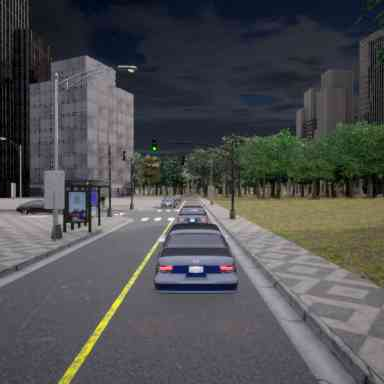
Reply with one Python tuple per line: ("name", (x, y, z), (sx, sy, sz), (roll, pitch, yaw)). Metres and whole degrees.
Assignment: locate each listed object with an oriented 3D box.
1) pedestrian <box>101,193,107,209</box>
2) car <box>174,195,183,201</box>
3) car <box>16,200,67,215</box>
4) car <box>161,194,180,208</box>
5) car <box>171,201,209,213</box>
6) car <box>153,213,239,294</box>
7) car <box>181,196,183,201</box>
("pedestrian", (-10.141, 1.050, 38.105), (0.375, 1.860, 0.375), (0, 0, 1))
("car", (-3.176, 1.360, 77.557), (1.837, 1.490, 4.892), (0, 0, 0))
("car", (-14.397, 1.477, 31.991), (4.674, 1.442, 1.812), (0, 1, 2))
("car", (-3.166, 1.445, 46.094), (2.128, 1.511, 4.902), (0, 0, 0))
("car", (0.054, 1.537, 20.295), (2.033, 1.411, 5.357), (0, 0, 1))
("car", (0.080, 1.545, 8.953), (2.033, 1.411, 5.357), (0, 0, 0))
("car", (-3.153, 1.398, 65.792), (1.882, 1.535, 5.008), (0, 0, 0))
